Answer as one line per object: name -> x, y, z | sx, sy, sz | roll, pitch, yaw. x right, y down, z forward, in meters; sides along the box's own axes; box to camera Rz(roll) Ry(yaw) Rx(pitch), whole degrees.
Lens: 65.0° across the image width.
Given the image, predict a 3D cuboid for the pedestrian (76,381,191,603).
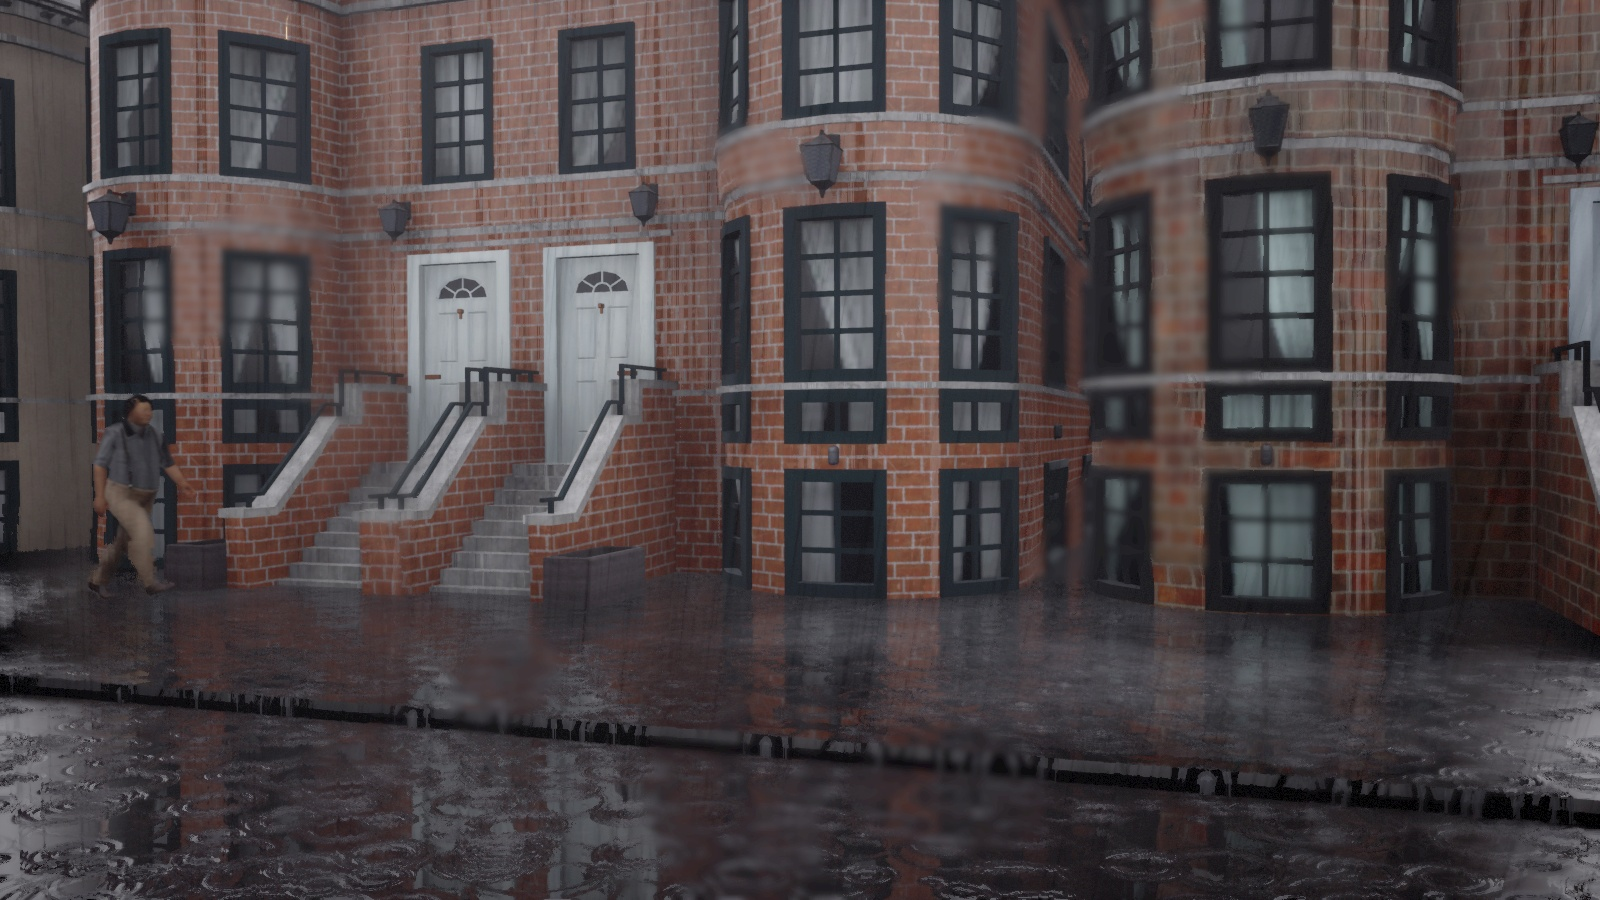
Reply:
pedestrian -> -5.742, 0.341, 10.828 | 0.694, 1.848, 0.540 | 1, 1, 21
